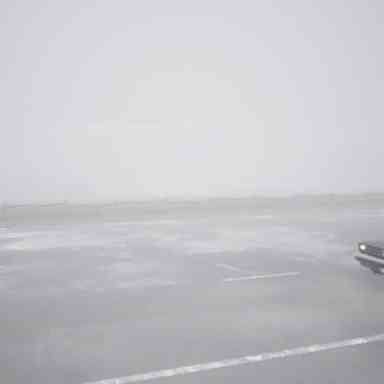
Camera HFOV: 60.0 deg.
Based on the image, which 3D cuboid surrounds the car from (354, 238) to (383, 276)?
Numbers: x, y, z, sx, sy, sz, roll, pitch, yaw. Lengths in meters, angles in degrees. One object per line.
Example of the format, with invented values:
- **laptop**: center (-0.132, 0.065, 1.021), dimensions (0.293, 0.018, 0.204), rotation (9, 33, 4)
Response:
- **car**: center (6.252, 1.328, 7.652), dimensions (4.718, 1.301, 1.895), rotation (-2, 1, -15)
